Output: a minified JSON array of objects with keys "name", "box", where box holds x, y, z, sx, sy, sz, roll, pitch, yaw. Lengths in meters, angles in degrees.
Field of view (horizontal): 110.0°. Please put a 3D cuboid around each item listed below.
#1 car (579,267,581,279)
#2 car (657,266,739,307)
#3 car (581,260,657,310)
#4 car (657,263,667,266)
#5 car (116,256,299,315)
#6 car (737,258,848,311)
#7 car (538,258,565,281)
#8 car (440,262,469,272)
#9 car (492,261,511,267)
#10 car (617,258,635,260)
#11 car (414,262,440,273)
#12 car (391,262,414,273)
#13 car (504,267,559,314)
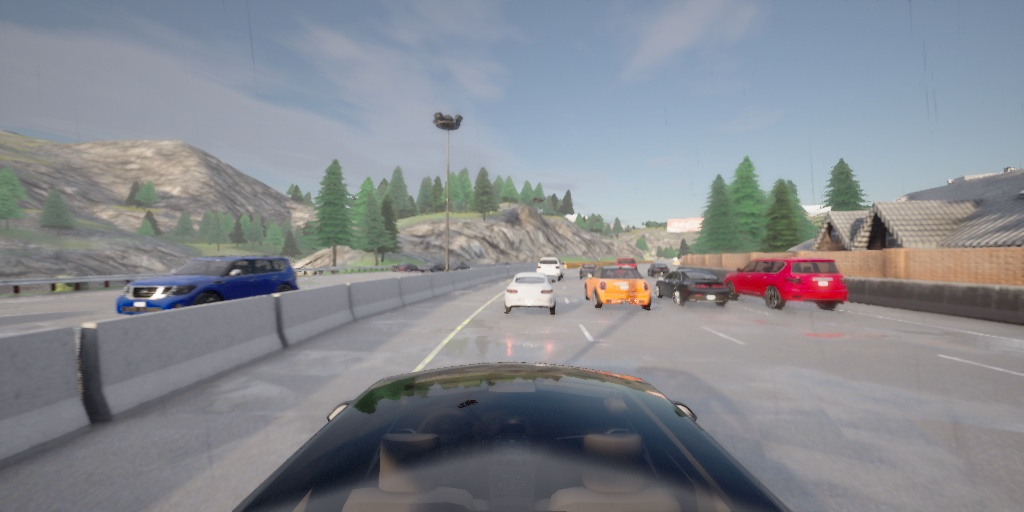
[{"name":"car","box":[7.682,1.476,35.453,2.128,1.511,4.902,0,0,13]},{"name":"car","box":[7.977,1.372,16.340,1.837,1.490,4.892,0,0,6]},{"name":"car","box":[4.389,1.202,15.492,2.097,1.767,4.553,0,0,5]},{"name":"car","box":[15.598,1.534,38.271,1.837,1.490,4.892,0,0,15]},{"name":"car","box":[-10.112,1.006,12.684,2.150,2.045,5.566,0,0,4]},{"name":"car","box":[11.378,1.095,15.474,2.150,2.045,5.566,0,0,6]},{"name":"car","box":[3.693,1.183,33.769,2.150,2.045,5.566,0,0,12]},{"name":"car","box":[-7.325,1.519,47.882,1.837,1.490,4.892,0,-1,17]},{"name":"car","box":[-1.536,1.578,54.597,1.837,1.490,4.892,0,0,19]},{"name":"car","box":[11.494,1.225,36.469,2.150,2.045,5.566,0,0,14]},{"name":"car","box":[-10.706,1.555,48.930,2.033,1.411,5.357,0,0,16]},{"name":"car","box":[-14.425,1.557,48.504,1.994,1.385,4.181,0,0,16]},{"name":"car","box":[0.759,1.356,14.236,1.812,1.442,4.674,0,0,5]}]
